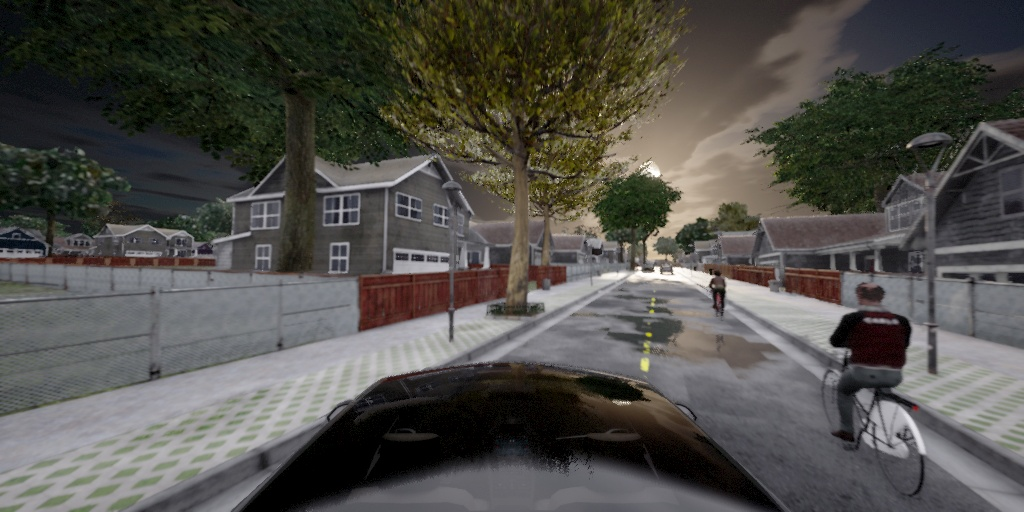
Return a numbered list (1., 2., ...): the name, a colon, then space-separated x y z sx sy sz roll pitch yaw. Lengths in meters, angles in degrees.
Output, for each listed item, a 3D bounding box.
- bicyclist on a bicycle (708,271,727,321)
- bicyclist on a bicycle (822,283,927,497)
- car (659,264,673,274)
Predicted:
1. bicyclist on a bicycle: 7.006 1.349 12.187 0.582 1.620 1.656 0 -1 22
2. bicyclist on a bicycle: 3.515 1.148 3.623 0.659 1.776 1.843 0 -1 22
3. car: 24.104 2.035 55.925 2.128 1.511 4.902 0 -1 23
